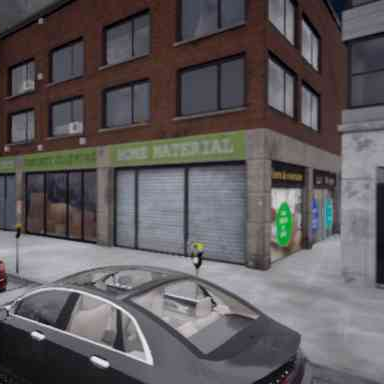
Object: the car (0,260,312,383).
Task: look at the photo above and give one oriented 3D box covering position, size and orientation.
[{"bbox_3d":[-0.972,1.538,3.772,4.403,1.369,2.008,0,0,36],"label":"car"}]
